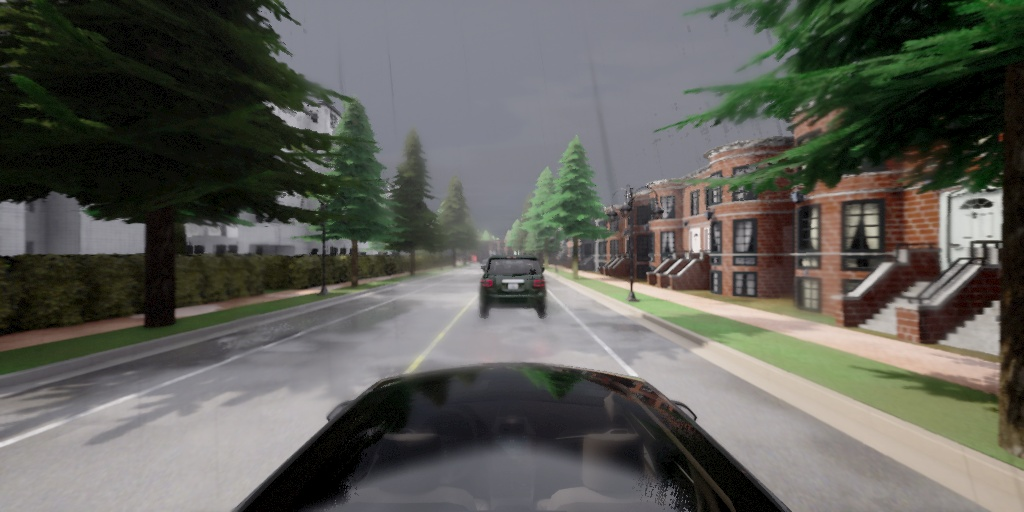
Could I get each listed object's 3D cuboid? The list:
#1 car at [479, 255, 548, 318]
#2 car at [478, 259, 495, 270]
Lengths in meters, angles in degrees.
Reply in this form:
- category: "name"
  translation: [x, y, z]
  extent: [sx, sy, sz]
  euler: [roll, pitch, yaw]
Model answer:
- category: "car"
  translation: [0.061, 0.967, 13.142]
  extent: [2.150, 2.045, 5.566]
  euler: [0, 0, 0]
- category: "car"
  translation: [-3.584, 1.215, 51.810]
  extent: [2.128, 1.511, 4.902]
  euler: [0, 0, 0]
